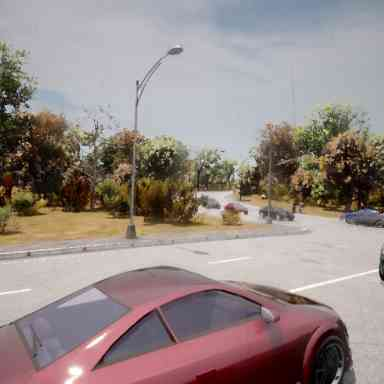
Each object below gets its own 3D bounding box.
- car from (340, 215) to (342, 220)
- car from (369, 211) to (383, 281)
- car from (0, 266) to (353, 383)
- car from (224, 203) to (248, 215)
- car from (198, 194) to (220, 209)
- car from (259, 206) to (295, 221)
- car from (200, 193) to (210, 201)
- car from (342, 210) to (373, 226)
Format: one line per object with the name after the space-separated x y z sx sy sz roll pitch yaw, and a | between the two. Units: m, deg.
18.046 2.596 34.905 1.882 1.535 5.008 3 -1 -26 | car
6.943 1.485 8.756 4.553 1.767 2.097 2 -1 -36 | car
-0.075 1.571 3.696 4.181 1.385 1.994 0 0 -36 | car
5.962 2.204 45.364 1.812 1.442 4.674 3 0 -19 | car
3.138 1.751 54.926 2.097 1.767 4.553 3 1 -14 | car
9.311 2.296 36.707 1.837 1.490 4.892 3 -1 -23 | car
3.063 1.121 78.666 2.128 1.511 4.902 2 2 -1 | car
16.411 2.505 30.398 1.994 1.385 4.181 3 -2 -27 | car
